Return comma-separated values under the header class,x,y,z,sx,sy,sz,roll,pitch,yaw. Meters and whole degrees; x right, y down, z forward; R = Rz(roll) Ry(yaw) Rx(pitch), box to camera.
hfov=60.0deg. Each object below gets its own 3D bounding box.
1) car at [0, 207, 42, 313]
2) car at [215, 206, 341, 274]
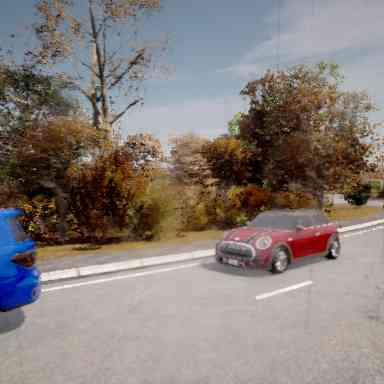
class,x,y,z,sx,sy,sz,roll,pitch,yaw
car,-5.175,1.298,4.704,5.566,2.045,2.150,-1,0,-35
car,2.885,1.383,10.837,4.553,1.767,2.097,0,-1,-40
